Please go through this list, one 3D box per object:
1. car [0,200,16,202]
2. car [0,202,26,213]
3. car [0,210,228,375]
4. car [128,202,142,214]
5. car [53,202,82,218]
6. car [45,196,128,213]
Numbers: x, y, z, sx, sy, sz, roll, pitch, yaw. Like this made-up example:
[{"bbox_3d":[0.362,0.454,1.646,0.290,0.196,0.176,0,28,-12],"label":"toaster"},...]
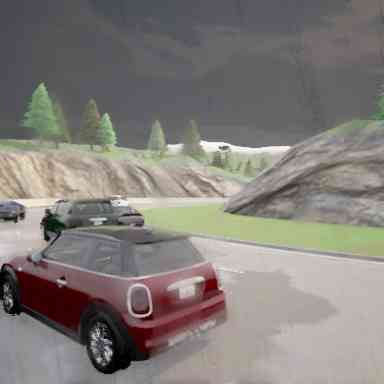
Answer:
[{"bbox_3d":[-19.979,1.650,36.254,1.882,1.535,5.008,0,0,-5],"label":"car"},{"bbox_3d":[-14.376,1.726,26.136,1.895,1.301,4.718,0,0,-18],"label":"car"},{"bbox_3d":[-1.654,1.391,5.971,4.553,1.767,2.097,0,-1,42],"label":"car"},{"bbox_3d":[-4.492,1.623,20.614,2.128,1.511,4.902,0,0,-30],"label":"car"},{"bbox_3d":[-12.368,1.751,33.276,1.994,1.385,4.181,0,0,-10],"label":"car"},{"bbox_3d":[-5.171,1.309,15.001,2.150,2.045,5.566,0,0,-36],"label":"car"}]
